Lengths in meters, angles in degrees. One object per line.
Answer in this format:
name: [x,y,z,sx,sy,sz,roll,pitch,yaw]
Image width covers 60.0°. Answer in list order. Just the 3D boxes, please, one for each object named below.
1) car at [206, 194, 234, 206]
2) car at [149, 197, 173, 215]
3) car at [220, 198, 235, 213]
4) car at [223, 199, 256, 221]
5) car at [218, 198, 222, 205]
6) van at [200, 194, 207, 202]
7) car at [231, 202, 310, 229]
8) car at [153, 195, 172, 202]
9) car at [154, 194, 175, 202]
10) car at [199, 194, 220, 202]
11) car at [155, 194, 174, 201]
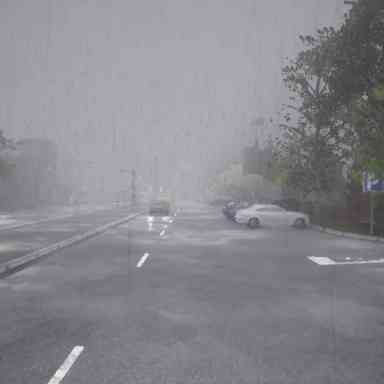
car: [5.114,1.397,55.263,4.553,1.767,2.185,0,0,0]
car: [-3.250,1.585,34.189,1.837,1.490,4.892,0,0,0]
car: [5.079,1.500,27.651,4.892,1.521,2.231,0,0,0]
car: [5.090,1.496,24.378,5.008,1.535,2.097,0,0,0]
car: [5.081,1.541,30.927,4.674,1.452,2.002,0,0,0]
van: [4.772,1.462,79.229,4.442,1.987,1.878,0,-1,0]
car: [5.082,1.533,21.229,4.674,1.452,2.002,0,0,0]
car: [-7.379,1.621,82.686,4.553,1.767,2.185,0,-1,-1]
car: [-7.470,1.719,91.916,5.566,2.045,2.435,0,-2,-1]
car: [4.762,1.679,90.402,5.566,2.045,2.435,0,-2,-1]
car: [-7.569,1.691,79.765,5.366,1.575,1.946,0,-1,0]
